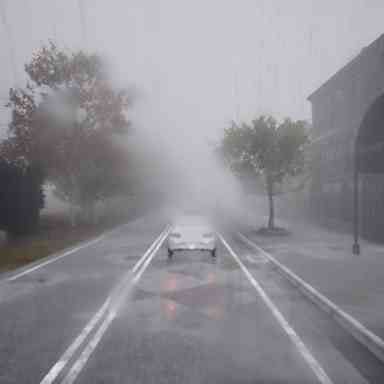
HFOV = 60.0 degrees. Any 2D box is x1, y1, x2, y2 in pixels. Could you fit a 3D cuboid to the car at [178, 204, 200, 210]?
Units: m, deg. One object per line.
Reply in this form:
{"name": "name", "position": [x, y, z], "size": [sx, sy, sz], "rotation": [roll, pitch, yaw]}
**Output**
{"name": "car", "position": [-0.021, 1.964, 28.923], "size": [1.812, 1.442, 4.674], "rotation": [0, -1, 0]}

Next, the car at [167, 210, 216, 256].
{"name": "car", "position": [0.004, 1.710, 13.923], "size": [1.812, 1.442, 4.674], "rotation": [0, -1, 0]}

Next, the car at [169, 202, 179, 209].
{"name": "car", "position": [-3.368, 2.645, 65.112], "size": [1.895, 1.301, 4.718], "rotation": [0, -1, 0]}
